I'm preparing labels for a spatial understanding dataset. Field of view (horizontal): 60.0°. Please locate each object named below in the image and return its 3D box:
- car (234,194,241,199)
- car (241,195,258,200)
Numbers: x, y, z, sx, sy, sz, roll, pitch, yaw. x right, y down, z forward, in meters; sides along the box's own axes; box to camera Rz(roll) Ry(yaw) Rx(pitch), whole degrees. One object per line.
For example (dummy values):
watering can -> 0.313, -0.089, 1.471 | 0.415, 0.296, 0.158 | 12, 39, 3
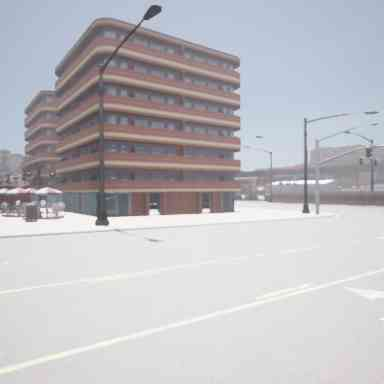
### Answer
car -> 11.807, 1.270, 92.593 | 4.611, 1.667, 2.242 | -1, 0, -35
car -> 15.781, 1.424, 88.374 | 3.806, 1.475, 1.970 | -1, 0, -35
